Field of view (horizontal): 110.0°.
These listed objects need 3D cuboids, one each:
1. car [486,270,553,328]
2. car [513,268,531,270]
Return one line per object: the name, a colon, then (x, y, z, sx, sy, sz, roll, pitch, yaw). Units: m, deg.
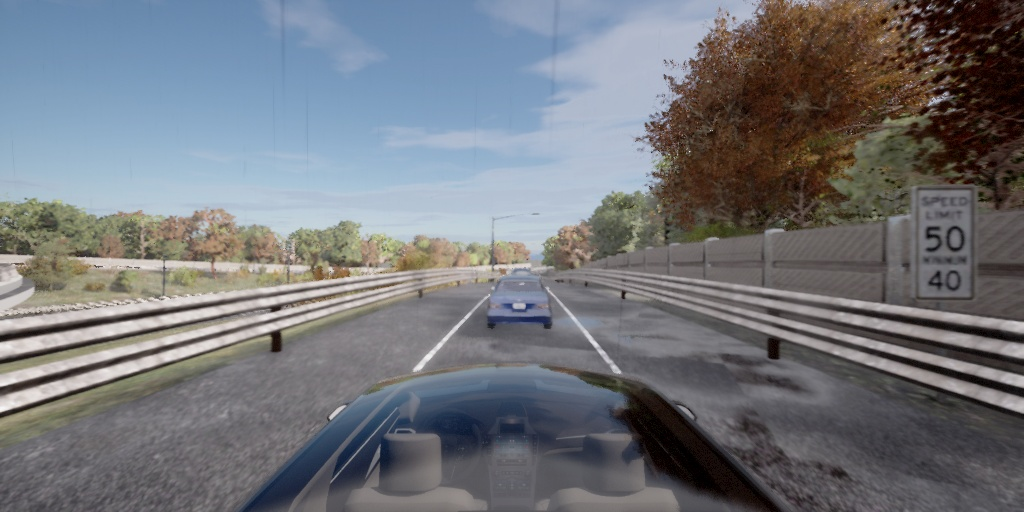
car: (0.252, 1.313, 11.394, 2.033, 1.411, 5.357, 0, -1, 2)
car: (0.629, 1.518, 23.416, 1.812, 1.442, 4.674, 0, -2, 2)
